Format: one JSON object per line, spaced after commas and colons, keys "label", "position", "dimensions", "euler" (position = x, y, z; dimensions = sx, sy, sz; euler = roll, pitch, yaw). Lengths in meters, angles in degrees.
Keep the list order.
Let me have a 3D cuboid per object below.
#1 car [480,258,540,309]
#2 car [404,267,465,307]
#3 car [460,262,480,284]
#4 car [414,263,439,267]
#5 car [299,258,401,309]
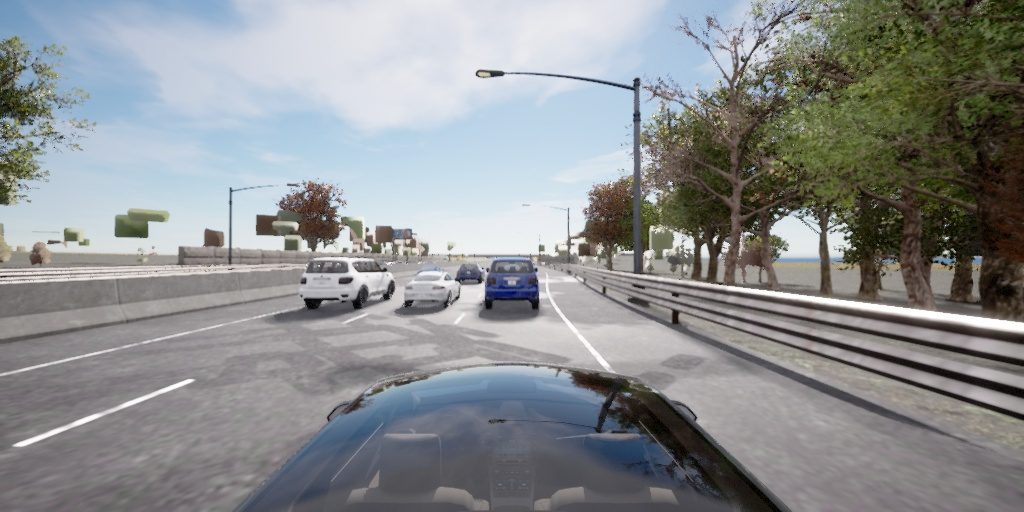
{"label": "car", "position": [0.000, 1.100, 15.875], "dimensions": [2.150, 2.045, 5.566], "euler": [0, 0, 0]}
{"label": "car", "position": [-3.496, 1.413, 16.234], "dimensions": [1.812, 1.442, 4.674], "euler": [0, 0, 0]}
{"label": "car", "position": [-3.499, 1.383, 30.927], "dimensions": [2.097, 1.767, 4.553], "euler": [0, -1, 0]}
{"label": "car", "position": [-6.997, 1.562, 31.223], "dimensions": [1.812, 1.442, 4.674], "euler": [0, 0, 0]}
{"label": "car", "position": [-7.000, 1.100, 15.874], "dimensions": [2.150, 2.045, 5.566], "euler": [0, 0, 0]}
